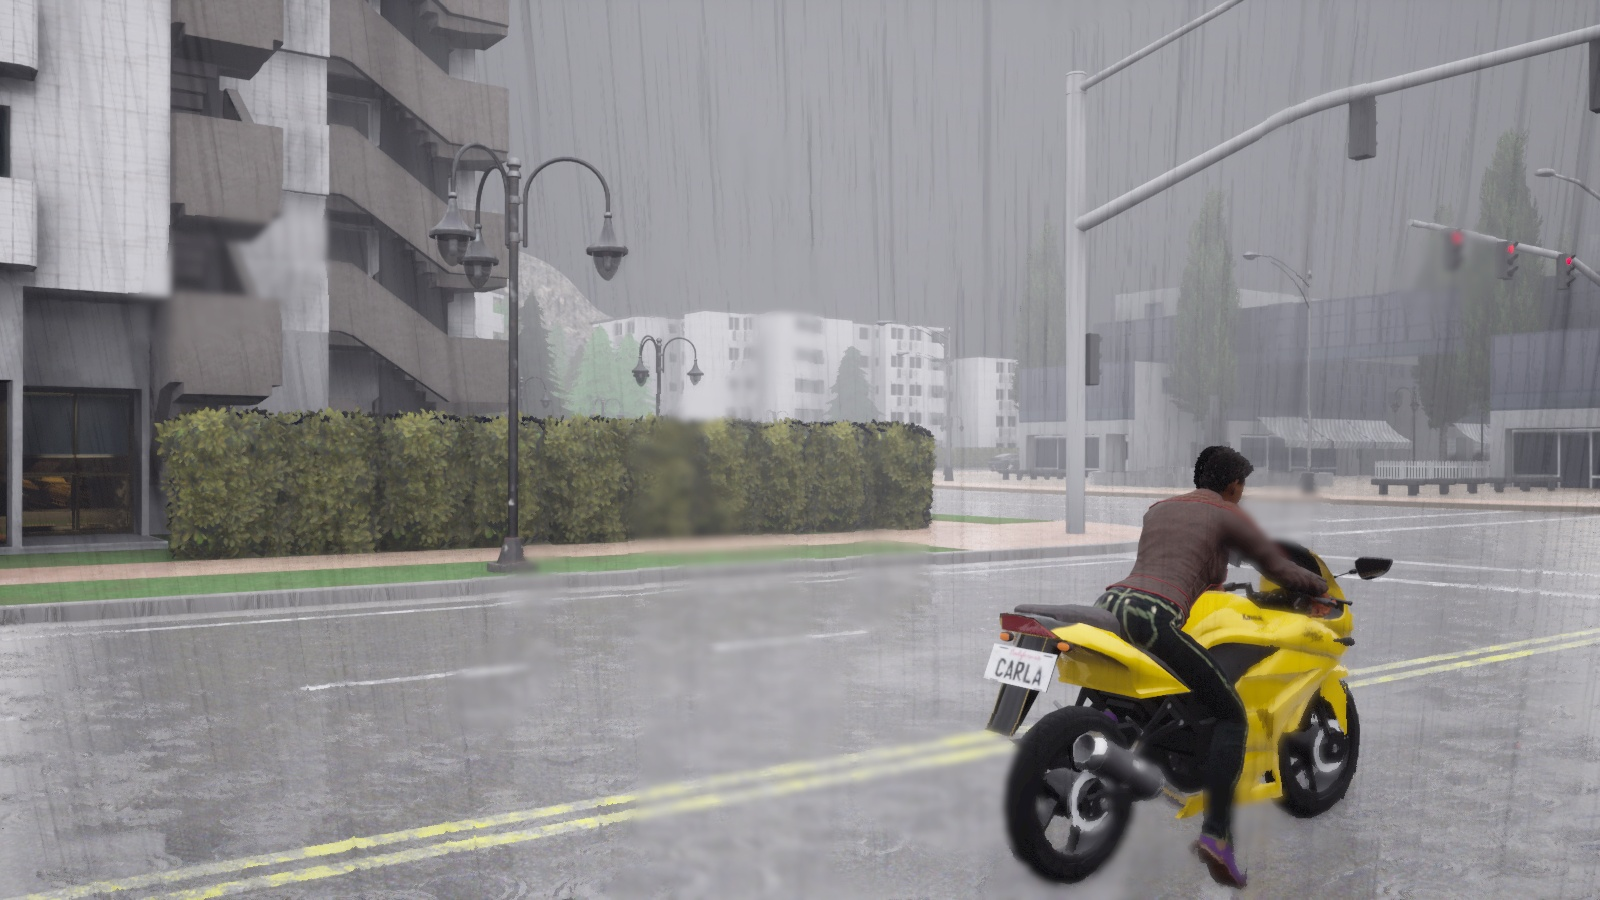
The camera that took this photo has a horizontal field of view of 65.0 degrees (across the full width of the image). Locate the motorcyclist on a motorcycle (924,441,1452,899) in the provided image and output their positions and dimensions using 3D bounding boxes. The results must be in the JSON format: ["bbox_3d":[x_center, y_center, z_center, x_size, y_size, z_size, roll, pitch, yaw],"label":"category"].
[{"bbox_3d":[1.507,0.735,4.703,2.044,1.523,0.797,0,0,-35],"label":"motorcyclist on a motorcycle"}]
